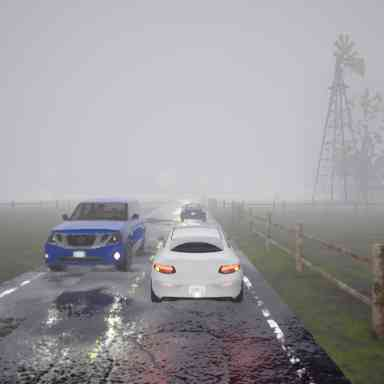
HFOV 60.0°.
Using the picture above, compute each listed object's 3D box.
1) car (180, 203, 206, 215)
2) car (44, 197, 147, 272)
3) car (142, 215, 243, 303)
[{"bbox_3d":[0.099,1.559,26.384,1.994,1.385,4.181,0,0,0],"label":"car"},{"bbox_3d":[-2.846,1.220,11.168,2.150,2.045,5.566,0,0,0],"label":"car"},{"bbox_3d":[0.095,1.525,8.079,1.812,1.442,4.674,0,0,0],"label":"car"}]
